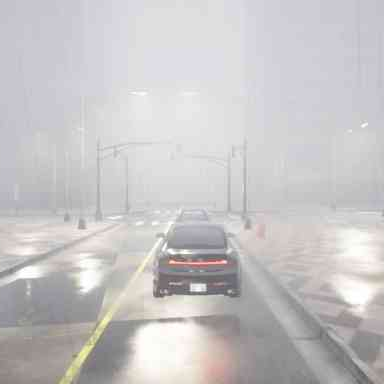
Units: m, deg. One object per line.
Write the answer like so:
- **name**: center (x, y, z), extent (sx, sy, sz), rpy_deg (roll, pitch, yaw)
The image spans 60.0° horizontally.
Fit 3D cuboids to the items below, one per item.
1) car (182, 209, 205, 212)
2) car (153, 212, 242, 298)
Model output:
- **car**: center (0.066, 1.556, 17.413), extent (1.994, 1.385, 4.181), rpy_deg (0, 0, 1)
- **car**: center (0.103, 1.502, 8.510), extent (1.837, 1.490, 4.892), rpy_deg (0, 0, 0)
